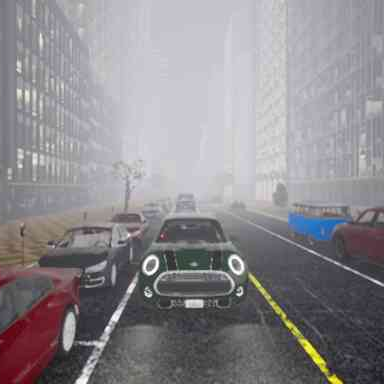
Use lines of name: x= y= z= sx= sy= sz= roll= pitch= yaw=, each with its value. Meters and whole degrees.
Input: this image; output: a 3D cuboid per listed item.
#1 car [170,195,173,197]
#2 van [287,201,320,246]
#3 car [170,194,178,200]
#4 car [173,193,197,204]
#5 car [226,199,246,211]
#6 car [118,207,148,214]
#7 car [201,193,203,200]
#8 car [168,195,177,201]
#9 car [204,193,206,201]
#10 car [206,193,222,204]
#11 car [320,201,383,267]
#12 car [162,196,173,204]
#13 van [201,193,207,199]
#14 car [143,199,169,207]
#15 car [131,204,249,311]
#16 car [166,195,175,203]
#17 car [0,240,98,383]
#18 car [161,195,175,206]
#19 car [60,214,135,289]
car: x=-3.741 y=1.489 z=48.692 sx=1.802 sy=1.307 sz=4.206 roll=-1 pitch=0 yaw=-2
van: x=5.575 y=1.310 z=14.835 sx=1.690 sy=1.788 sz=3.998 roll=-1 pitch=0 yaw=-2
car: x=-4.840 y=1.377 z=88.463 sx=2.008 sy=1.369 sz=4.403 roll=-1 pitch=0 yaw=-2
car: x=-0.699 y=1.152 z=36.281 sx=2.150 sy=2.045 sz=5.566 roll=0 pitch=0 yaw=-2
car: x=4.950 y=1.476 z=37.560 sx=2.008 sy=1.369 sz=4.403 roll=-1 pitch=0 yaw=-2
car: x=-2.800 y=1.555 z=14.604 sx=1.802 sy=1.307 sz=4.206 roll=-1 pitch=0 yaw=-2
car: x=3.850 y=1.286 z=77.331 sx=1.967 sy=1.590 sz=4.097 roll=-1 pitch=0 yaw=-2
car: x=-4.527 y=1.416 z=77.100 sx=1.947 sy=1.339 sz=4.313 roll=-1 pitch=0 yaw=-2
car: x=4.162 y=1.184 z=65.968 sx=2.192 sy=1.841 sz=5.009 roll=-1 pitch=0 yaw=-2
car: x=4.319 y=1.195 z=60.286 sx=2.192 sy=1.841 sz=5.009 roll=-1 pitch=0 yaw=-2
car: x=5.732 y=1.295 z=9.153 sx=2.192 sy=1.841 sz=5.009 roll=-1 pitch=0 yaw=-2
car: x=-3.428 y=1.480 z=37.329 sx=2.008 sy=1.369 sz=4.403 roll=-1 pitch=0 yaw=-2
van: x=3.378 y=1.151 z=94.375 sx=1.690 sy=1.788 sz=3.998 roll=-1 pitch=0 yaw=-2
car: x=-3.114 y=1.502 z=25.967 sx=2.008 sy=1.369 sz=4.403 roll=-1 pitch=0 yaw=-2
car: x=-0.018 y=1.337 z=7.993 sx=2.097 sy=1.767 sz=4.553 roll=0 pitch=0 yaw=-2
car: x=-4.208 y=1.399 z=65.567 sx=1.752 sy=1.417 sz=4.829 roll=-1 pitch=0 yaw=-2
car: x=-2.486 y=1.539 z=3.241 sx=1.887 sy=1.381 sz=4.507 roll=-1 pitch=0 yaw=-2
car: x=-3.900 y=1.336 z=54.373 sx=1.967 sy=1.590 sz=4.097 roll=-1 pitch=0 yaw=-2
car: x=-2.644 y=1.535 z=8.922 sx=2.008 sy=1.369 sz=4.403 roll=-1 pitch=0 yaw=-2
